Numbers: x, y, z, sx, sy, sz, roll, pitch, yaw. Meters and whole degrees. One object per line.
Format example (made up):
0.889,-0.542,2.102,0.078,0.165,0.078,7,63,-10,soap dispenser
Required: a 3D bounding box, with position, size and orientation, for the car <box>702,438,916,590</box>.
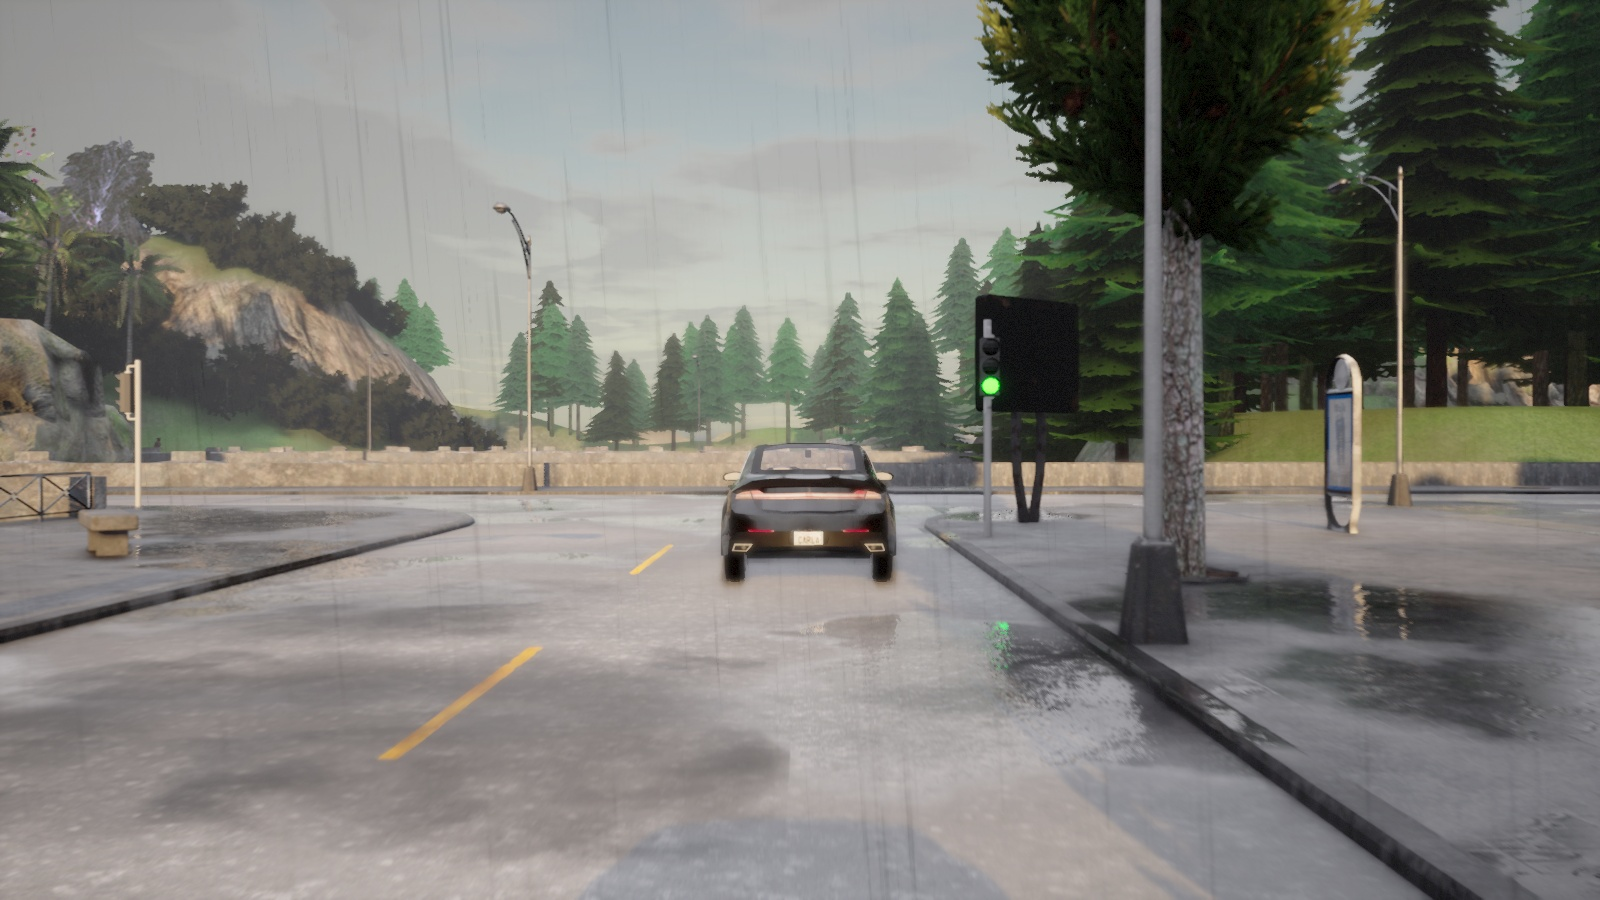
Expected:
0.098,0.619,14.945,2.128,1.511,4.902,0,0,0,car
